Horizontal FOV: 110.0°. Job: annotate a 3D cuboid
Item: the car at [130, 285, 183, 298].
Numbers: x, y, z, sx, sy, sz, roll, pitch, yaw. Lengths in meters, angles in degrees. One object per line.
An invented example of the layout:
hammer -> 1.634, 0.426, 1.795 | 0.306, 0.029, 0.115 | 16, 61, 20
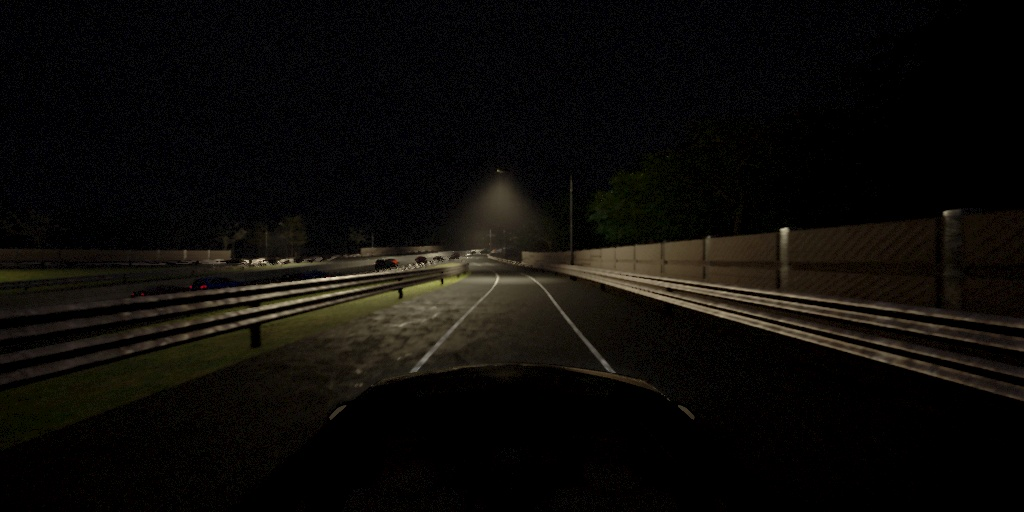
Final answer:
car -> -37.803, 3.871, 39.048 | 2.033, 1.411, 5.357 | 0, 3, 9

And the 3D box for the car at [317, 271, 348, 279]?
car -> -28.011, 3.146, 56.752 | 1.895, 1.301, 4.718 | 0, 3, 9

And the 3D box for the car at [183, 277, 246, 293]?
car -> -33.886, 3.428, 41.488 | 2.150, 2.045, 5.566 | 0, 3, 9
